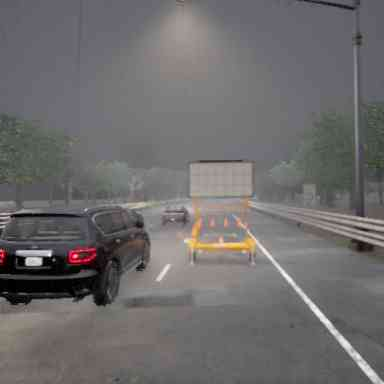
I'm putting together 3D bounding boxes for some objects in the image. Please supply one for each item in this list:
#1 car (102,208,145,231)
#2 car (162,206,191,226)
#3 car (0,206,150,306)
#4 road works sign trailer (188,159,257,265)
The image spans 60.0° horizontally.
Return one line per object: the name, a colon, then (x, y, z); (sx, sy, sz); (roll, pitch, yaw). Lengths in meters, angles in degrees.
car: (-4.915, 1.931, 24.460); (1.994, 1.385, 4.181); (-1, -1, 4)
car: (-1.223, 1.851, 26.902); (2.128, 1.511, 4.902); (-1, -1, 4)
car: (-2.601, 1.361, 8.575); (2.150, 2.045, 5.566); (-1, -1, 4)
road works sign trailer: (1.082, 0.614, 12.333); (2.380, 3.560, 2.880); (-1, -1, 4)
